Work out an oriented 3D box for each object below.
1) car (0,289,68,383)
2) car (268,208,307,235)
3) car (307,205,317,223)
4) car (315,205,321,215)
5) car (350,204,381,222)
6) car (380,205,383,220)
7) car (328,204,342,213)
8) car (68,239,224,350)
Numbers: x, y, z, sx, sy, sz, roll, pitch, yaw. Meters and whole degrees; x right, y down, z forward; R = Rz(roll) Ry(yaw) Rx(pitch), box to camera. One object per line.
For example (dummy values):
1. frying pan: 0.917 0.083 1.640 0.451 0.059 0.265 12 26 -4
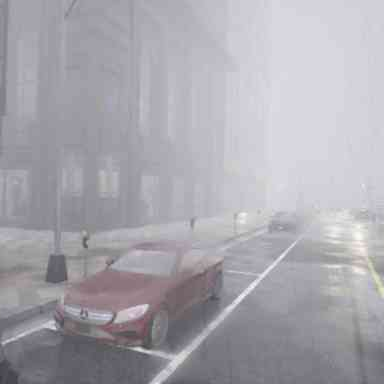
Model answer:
1. car: -2.899 1.480 1.226 2.008 1.369 4.403 1 -1 24
2. car: 6.201 1.930 21.904 1.887 1.381 4.507 1 -1 24
3. car: 10.750 2.188 32.242 1.802 1.307 4.206 1 -1 24
4. car: 17.576 2.494 47.752 1.947 1.339 4.313 1 -1 24
5. car: 18.396 2.342 35.467 2.128 1.511 4.902 1 0 24
6. car: 23.100 2.595 39.146 1.802 1.307 4.206 1 -1 24
7. car: 23.328 2.704 54.178 1.994 1.385 4.181 1 -1 24
8. car: -0.625 1.626 6.395 1.802 1.307 4.206 1 -1 24
